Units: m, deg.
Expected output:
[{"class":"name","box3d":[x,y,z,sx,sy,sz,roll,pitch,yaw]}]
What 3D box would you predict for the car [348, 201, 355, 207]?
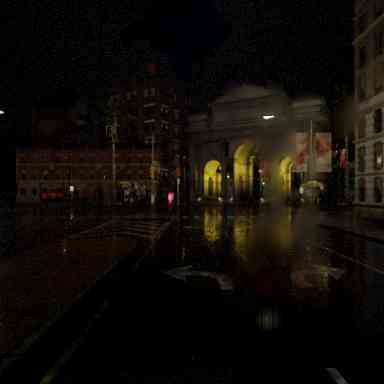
[{"class":"car","box3d":[26.766,1.555,50.656,5.357,1.411,2.033,0,0,1]}]
